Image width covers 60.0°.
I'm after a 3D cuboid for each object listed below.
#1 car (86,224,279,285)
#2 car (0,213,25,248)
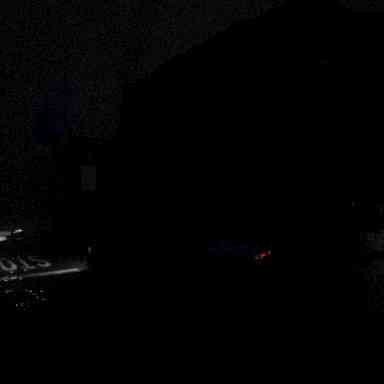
[{"bbox_3d":[-0.351,1.609,9.386,5.357,1.411,2.033,-1,-2,24],"label":"car"},{"bbox_3d":[-8.748,1.663,14.682,2.128,1.511,4.902,1,-4,-37],"label":"car"}]
